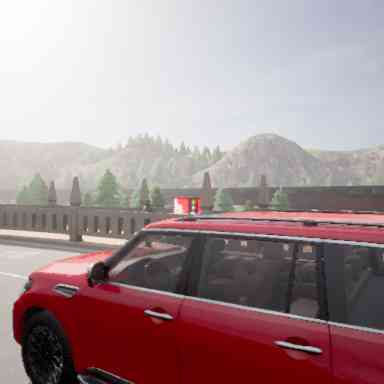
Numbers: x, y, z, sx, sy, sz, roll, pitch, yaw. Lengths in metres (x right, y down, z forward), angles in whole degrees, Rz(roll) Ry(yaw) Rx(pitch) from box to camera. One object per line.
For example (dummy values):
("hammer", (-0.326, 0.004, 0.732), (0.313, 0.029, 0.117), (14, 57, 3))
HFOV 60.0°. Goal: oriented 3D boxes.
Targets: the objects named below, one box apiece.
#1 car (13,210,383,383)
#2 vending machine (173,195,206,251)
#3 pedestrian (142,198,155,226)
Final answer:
("car", (0.407, 1.221, 3.527), (5.566, 2.045, 2.150), (0, 0, 35))
("vending machine", (-0.087, 1.195, 13.289), (0.880, 2.100, 1.100), (0, 0, 31))
("pedestrian", (-1.674, 1.141, 12.530), (0.375, 1.860, 0.375), (0, 0, 31))
